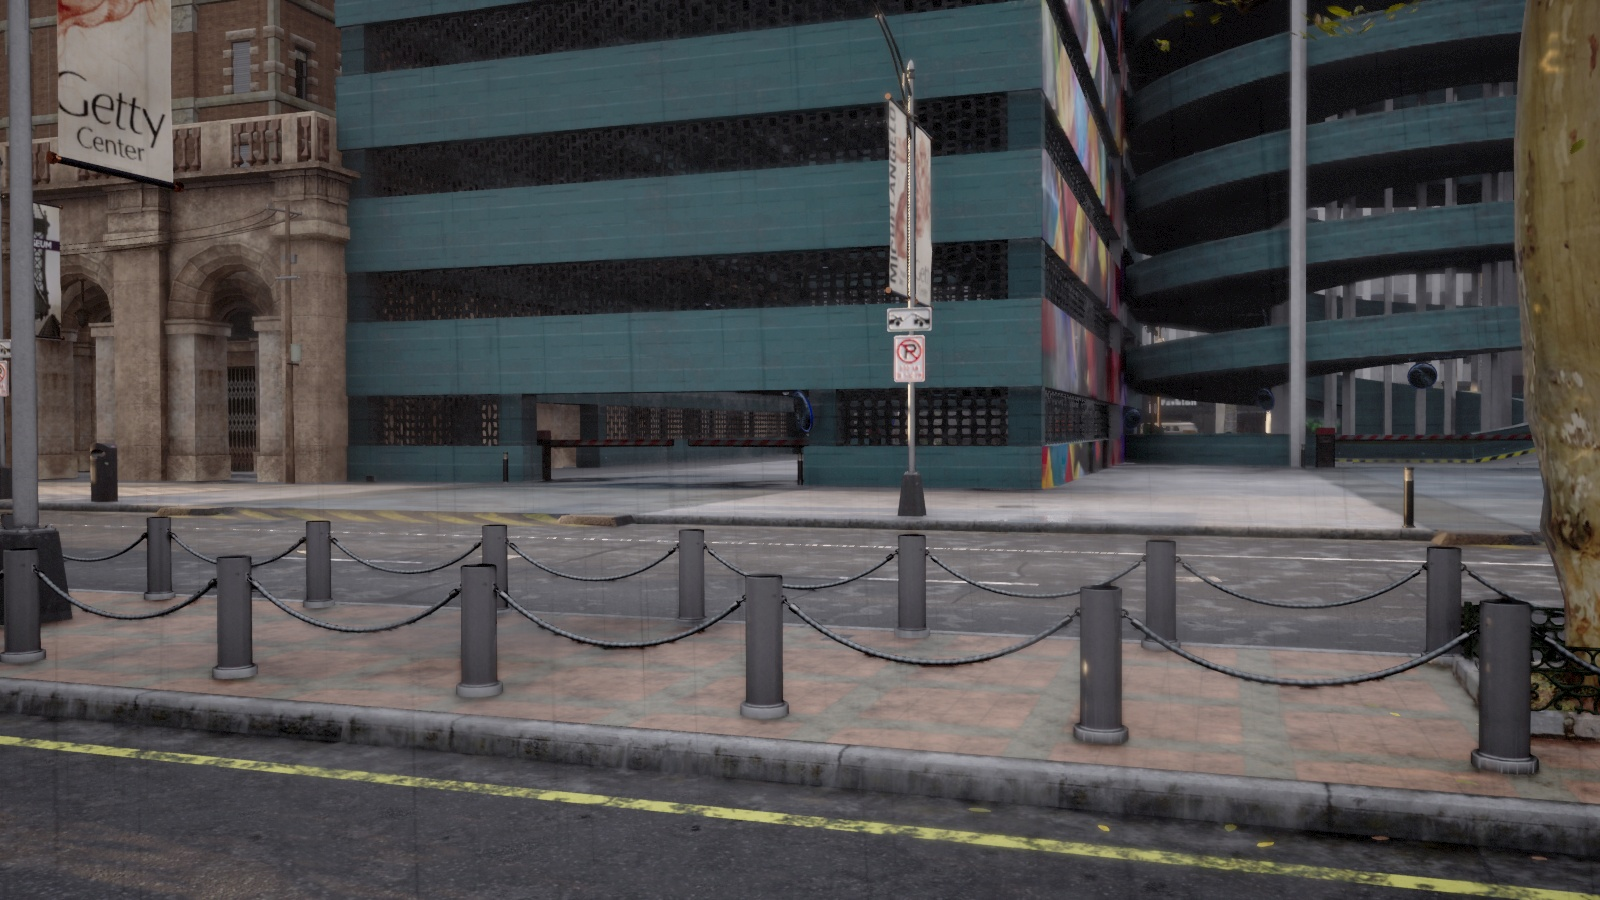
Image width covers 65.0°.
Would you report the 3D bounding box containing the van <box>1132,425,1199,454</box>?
[{"bbox_3d":[25.806,-0.743,88.652,4.442,1.987,1.775,1,1,20],"label":"van"}]
